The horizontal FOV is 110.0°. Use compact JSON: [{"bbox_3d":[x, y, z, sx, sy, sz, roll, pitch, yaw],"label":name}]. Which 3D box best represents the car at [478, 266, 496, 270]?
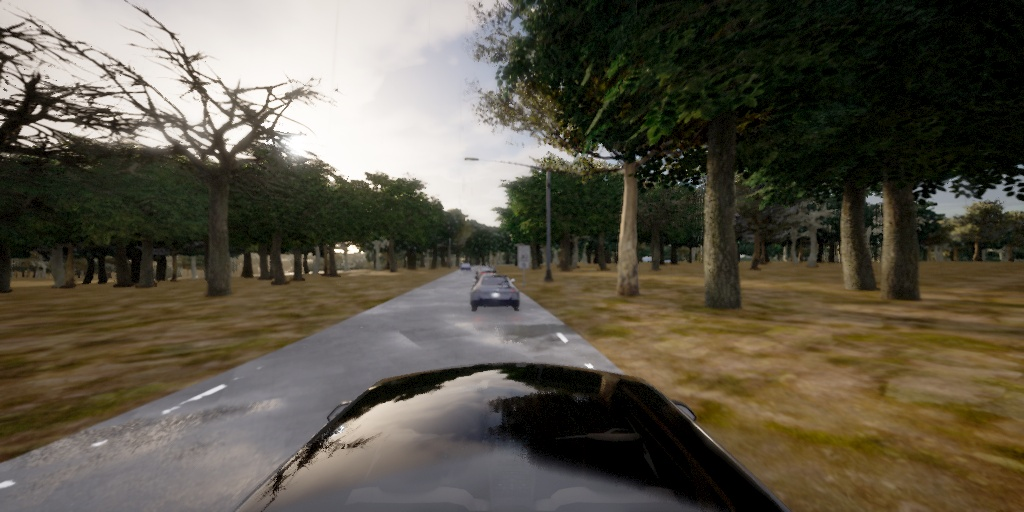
[{"bbox_3d":[-2.144,1.611,30.484,2.128,1.511,4.902,0,-1,-5],"label":"car"}]

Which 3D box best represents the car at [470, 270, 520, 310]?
[{"bbox_3d":[-0.774,1.474,15.592,1.994,1.385,4.181,0,-1,-5],"label":"car"}]
